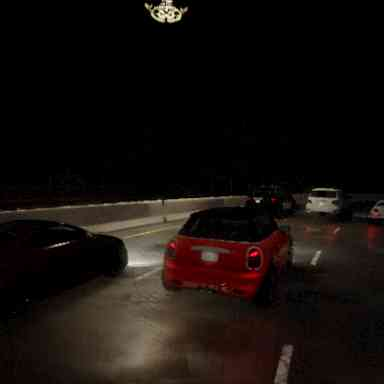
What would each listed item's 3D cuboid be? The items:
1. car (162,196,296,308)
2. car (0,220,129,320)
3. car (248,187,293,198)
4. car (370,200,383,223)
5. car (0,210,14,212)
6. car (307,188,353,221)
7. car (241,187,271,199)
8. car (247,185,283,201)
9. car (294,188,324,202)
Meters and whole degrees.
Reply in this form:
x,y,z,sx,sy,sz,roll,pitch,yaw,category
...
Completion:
x,y,z,sx,sy,sz,roll,pitch,yaw,category
1.142,1.138,7.888,2.097,1.767,4.553,2,2,23,car
-3.087,1.269,6.895,1.994,1.385,4.181,2,2,22,car
5.693,0.669,23.637,2.150,2.045,5.566,2,2,33,car
12.594,1.221,21.284,1.812,1.442,4.674,3,2,34,car
-8.797,0.917,11.877,1.837,1.490,4.892,2,2,24,car
9.793,0.781,23.450,2.150,2.045,5.566,3,2,35,car
9.717,0.132,50.290,4.553,1.767,2.097,0,2,-43,car
10.189,0.141,45.916,5.566,2.045,2.150,0,2,-45,car
16.647,0.402,47.183,4.553,1.767,2.097,0,2,-42,car
